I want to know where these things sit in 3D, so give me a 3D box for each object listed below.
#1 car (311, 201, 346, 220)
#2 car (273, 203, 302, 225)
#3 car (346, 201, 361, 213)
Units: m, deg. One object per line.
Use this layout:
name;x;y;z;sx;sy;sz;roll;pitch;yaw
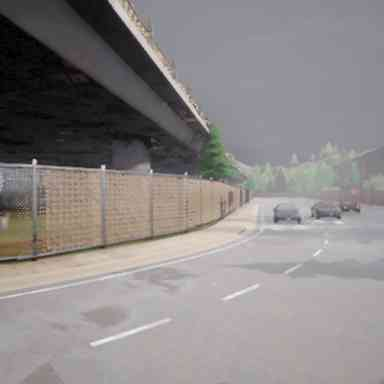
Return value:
car;11.380;1.527;28.452;1.837;1.490;4.892;-1;0;12
car;7.082;1.576;25.017;1.812;1.442;4.674;-1;0;12
car;16.799;1.605;36.260;1.895;1.301;4.718;-1;0;12
